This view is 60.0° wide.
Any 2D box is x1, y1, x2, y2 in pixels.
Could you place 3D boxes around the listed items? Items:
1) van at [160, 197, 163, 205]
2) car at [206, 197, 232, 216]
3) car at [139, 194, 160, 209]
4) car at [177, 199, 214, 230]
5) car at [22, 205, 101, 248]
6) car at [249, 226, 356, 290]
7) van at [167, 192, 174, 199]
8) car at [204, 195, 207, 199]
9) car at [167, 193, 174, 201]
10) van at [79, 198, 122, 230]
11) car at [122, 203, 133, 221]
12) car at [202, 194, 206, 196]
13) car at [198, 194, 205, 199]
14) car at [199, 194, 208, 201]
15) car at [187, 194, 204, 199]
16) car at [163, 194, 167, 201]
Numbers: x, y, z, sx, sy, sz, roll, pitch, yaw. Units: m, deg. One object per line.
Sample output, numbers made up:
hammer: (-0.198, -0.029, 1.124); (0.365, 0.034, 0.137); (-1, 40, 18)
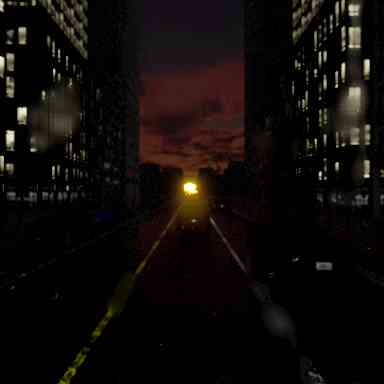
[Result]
van: (-5.701, 1.183, 48.710); (1.690, 1.788, 3.998); (0, 0, 0)
car: (2.685, 1.341, 31.621); (1.967, 1.590, 4.097); (0, 0, 0)
car: (-5.700, 1.302, 43.017); (1.967, 1.590, 4.097); (0, 0, 0)
car: (0.094, 1.414, 20.572); (1.882, 1.535, 5.008); (0, 0, 0)
car: (-5.691, 1.500, 14.557); (1.887, 1.381, 4.507); (0, 0, 0)
car: (2.691, 1.539, 8.855); (1.947, 1.339, 4.313); (0, 0, 0)
van: (-5.714, 1.039, 88.554); (1.690, 1.788, 3.998); (0, 0, 0)
car: (2.680, 1.444, 43.006); (1.802, 1.307, 4.206); (0, 0, 0)
car: (-5.711, 1.266, 77.000); (1.752, 1.417, 4.829); (0, 0, 0)
van: (-5.692, 1.279, 20.249); (1.690, 1.788, 3.998); (0, 0, 0)
car: (-5.695, 1.501, 25.942); (1.802, 1.307, 4.206); (0, 0, 0)
car: (2.679, 1.367, 48.868); (1.752, 1.417, 4.829); (0, 0, 0)
car: (2.664, 1.228, 94.233); (2.008, 1.369, 4.403); (0, 0, 0)
car: (2.670, 1.181, 77.157); (1.967, 1.590, 4.097); (0, 0, 0)
car: (0.087, 1.353, 39.142); (1.882, 1.535, 5.008); (0, 0, 0)
car: (-5.704, 1.388, 54.403); (1.947, 1.339, 4.313); (0, 0, 0)
